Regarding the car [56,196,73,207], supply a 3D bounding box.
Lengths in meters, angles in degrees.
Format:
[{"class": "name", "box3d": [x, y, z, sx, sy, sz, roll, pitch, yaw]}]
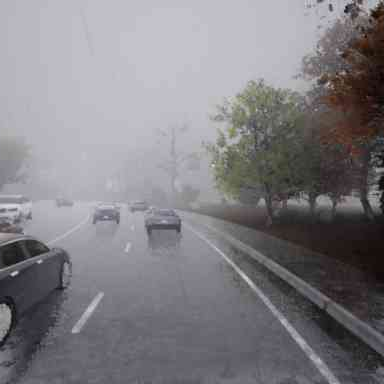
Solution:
[{"class": "car", "box3d": [-19.507, 1.387, 50.915, 2.097, 1.767, 4.553, 0, 0, -27]}]

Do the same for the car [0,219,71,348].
[{"class": "car", "box3d": [-3.731, 1.516, 6.155, 1.837, 1.490, 4.892, 0, 0, -3]}]

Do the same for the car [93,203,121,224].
[{"class": "car", "box3d": [-6.343, 1.543, 24.883, 1.812, 1.442, 4.674, 0, 0, -12]}]

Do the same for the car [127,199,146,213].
[{"class": "car", "box3d": [-6.090, 1.513, 37.089, 2.128, 1.511, 4.902, 0, 0, -18]}]

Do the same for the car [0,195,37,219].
[{"class": "car", "box3d": [-13.833, 1.251, 25.467, 2.150, 2.045, 5.566, 0, 0, -14]}]

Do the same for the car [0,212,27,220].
[{"class": "car", "box3d": [-7.898, 1.622, 11.943, 1.895, 1.301, 4.718, 0, 0, -7]}]

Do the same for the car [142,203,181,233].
[{"class": "car", "box3d": [-1.828, 1.572, 20.018, 1.994, 1.385, 4.181, 0, 0, -9]}]
